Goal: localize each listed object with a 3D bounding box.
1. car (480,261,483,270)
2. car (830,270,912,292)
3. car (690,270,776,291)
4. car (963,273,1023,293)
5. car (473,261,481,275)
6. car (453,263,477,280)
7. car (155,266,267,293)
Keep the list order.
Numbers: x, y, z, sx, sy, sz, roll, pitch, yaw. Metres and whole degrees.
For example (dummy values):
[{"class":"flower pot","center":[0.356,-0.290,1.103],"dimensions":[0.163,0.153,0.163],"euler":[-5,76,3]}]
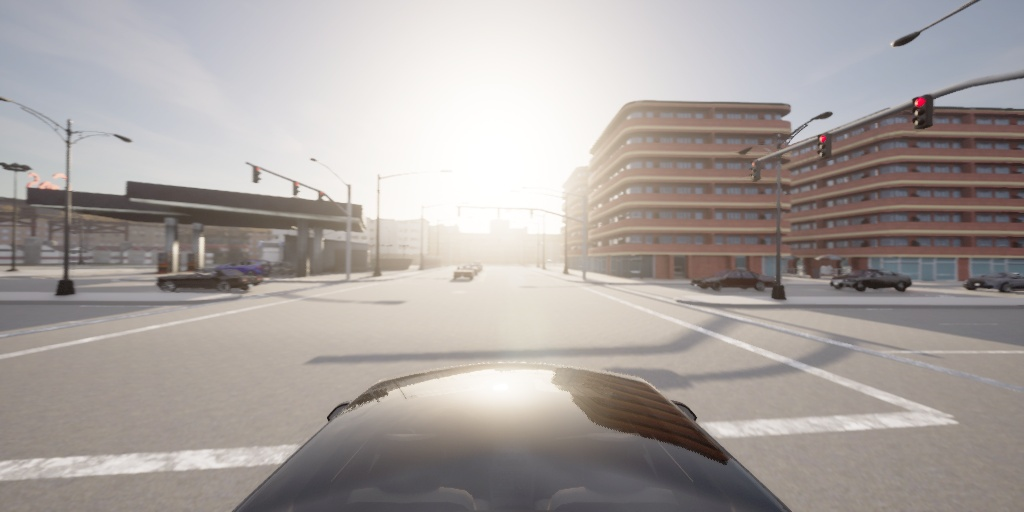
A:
[{"class":"car","center":[-5.797,1.836,55.473],"dimensions":[1.895,1.301,4.718],"euler":[1,-1,-3]},{"class":"car","center":[25.392,1.717,25.468],"dimensions":[4.902,1.511,2.128],"euler":[1,-1,-2]},{"class":"car","center":[15.448,1.676,25.089],"dimensions":[5.357,1.411,2.033],"euler":[1,-1,-2]},{"class":"car","center":[35.388,1.887,25.851],"dimensions":[4.181,1.385,1.994],"euler":[1,-1,-3]},{"class":"car","center":[-5.326,1.704,45.561],"dimensions":[1.994,1.385,4.181],"euler":[1,-1,-3]},{"class":"car","center":[-4.766,1.647,35.662],"dimensions":[1.895,1.301,4.718],"euler":[1,-1,-3]},{"class":"car","center":[-17.184,1.378,20.456],"dimensions":[4.718,1.301,1.895],"euler":[1,-1,-3]}]
